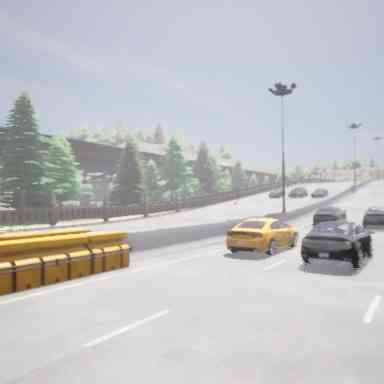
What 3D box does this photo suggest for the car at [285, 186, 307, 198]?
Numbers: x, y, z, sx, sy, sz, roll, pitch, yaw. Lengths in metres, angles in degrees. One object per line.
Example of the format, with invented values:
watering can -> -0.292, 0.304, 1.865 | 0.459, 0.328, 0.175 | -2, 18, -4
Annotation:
car -> 17.456, 0.007, 54.702 | 2.097, 1.767, 4.553 | -2, 4, 35

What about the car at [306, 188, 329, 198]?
car -> 20.313, 0.126, 52.672 | 2.033, 1.411, 5.357 | -2, 4, 35

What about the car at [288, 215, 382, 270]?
car -> 5.628, 1.873, 12.649 | 2.128, 1.511, 4.902 | -2, -2, 35

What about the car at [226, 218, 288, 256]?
car -> 3.437, 1.963, 15.613 | 1.882, 1.535, 5.008 | -2, -2, 35

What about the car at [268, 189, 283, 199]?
car -> 14.560, 0.231, 56.655 | 2.128, 1.511, 4.902 | -2, 4, 35

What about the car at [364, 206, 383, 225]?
car -> 14.056, 1.807, 24.862 | 2.128, 1.511, 4.902 | -2, 1, 35

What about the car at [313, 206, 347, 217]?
car -> 11.161, 1.904, 26.827 | 1.837, 1.490, 4.892 | -2, 1, 35
